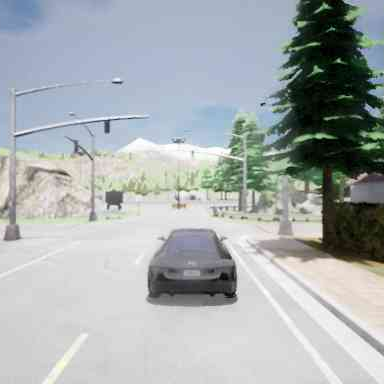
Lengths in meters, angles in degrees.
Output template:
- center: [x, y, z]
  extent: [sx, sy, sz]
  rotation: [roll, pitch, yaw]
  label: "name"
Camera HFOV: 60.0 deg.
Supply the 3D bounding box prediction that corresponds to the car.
- center: [0.009, 1.642, 8.814]
  extent: [1.994, 1.385, 4.181]
  rotation: [0, 0, 0]
  label: "car"
